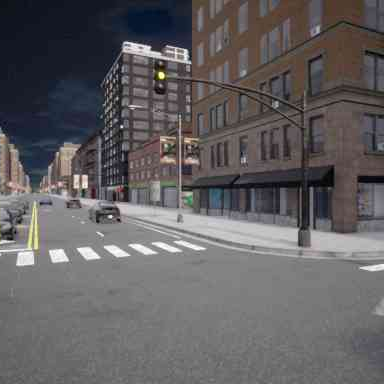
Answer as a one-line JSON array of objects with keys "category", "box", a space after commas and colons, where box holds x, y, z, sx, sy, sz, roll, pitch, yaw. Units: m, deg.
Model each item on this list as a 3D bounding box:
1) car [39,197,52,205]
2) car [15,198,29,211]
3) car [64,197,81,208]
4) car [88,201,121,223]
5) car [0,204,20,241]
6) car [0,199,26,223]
[{"category": "car", "box": [-25.706, 1.584, 58.489, 1.994, 1.385, 4.181, 0, 0, -25]}, {"category": "car", "box": [-17.949, 1.523, 33.919, 1.837, 1.490, 4.892, 0, 0, -25]}, {"category": "car", "box": [-17.372, 1.520, 48.400, 1.837, 1.490, 4.892, 0, 0, -25]}, {"category": "car", "box": [-6.924, 1.514, 26.172, 1.837, 1.490, 4.892, 0, 0, -25]}, {"category": "car", "box": [-9.773, 1.539, 16.475, 1.812, 1.442, 4.674, 0, 0, -25]}, {"category": "car", "box": [-13.704, 1.521, 24.851, 1.837, 1.490, 4.892, 0, 0, -25]}]
